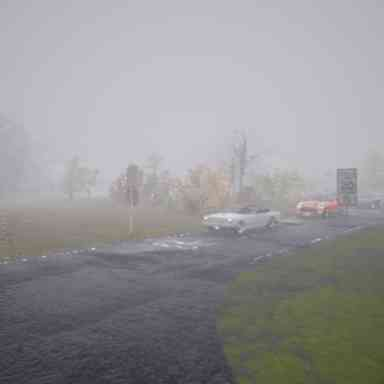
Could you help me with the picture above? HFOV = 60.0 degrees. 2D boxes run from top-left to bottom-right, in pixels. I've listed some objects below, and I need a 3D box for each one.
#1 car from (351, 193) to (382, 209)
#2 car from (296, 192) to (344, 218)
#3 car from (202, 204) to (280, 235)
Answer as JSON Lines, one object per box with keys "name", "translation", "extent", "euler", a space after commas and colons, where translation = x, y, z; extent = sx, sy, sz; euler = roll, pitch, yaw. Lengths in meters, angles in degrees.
{"name": "car", "translation": [17.509, 0.870, 33.287], "extent": [1.837, 1.490, 4.892], "euler": [0, 2, 43]}
{"name": "car", "translation": [9.532, 0.909, 24.700], "extent": [2.097, 1.767, 4.553], "euler": [0, 1, 43]}
{"name": "car", "translation": [2.650, 1.329, 17.298], "extent": [1.895, 1.301, 4.718], "euler": [0, 1, 43]}
